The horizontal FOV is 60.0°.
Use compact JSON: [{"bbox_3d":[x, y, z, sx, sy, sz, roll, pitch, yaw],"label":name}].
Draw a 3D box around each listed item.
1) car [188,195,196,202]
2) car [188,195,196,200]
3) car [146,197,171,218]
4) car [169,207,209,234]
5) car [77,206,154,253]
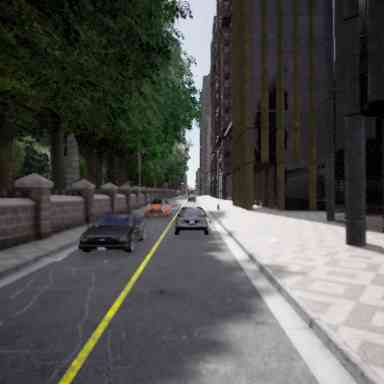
[{"bbox_3d":[-0.009,1.485,75.144,1.837,1.490,4.892,0,0,0],"label":"car"},{"bbox_3d":[-0.011,1.386,85.568,1.812,1.442,4.674,0,0,0],"label":"car"},{"bbox_3d":[-3.031,1.350,30.416,2.097,1.767,4.553,0,0,0],"label":"car"},{"bbox_3d":[-0.004,1.553,19.307,2.033,1.411,5.357,0,0,0],"label":"car"},{"bbox_3d":[-3.069,1.552,14.012,2.033,1.411,5.357,0,0,0],"label":"car"}]
